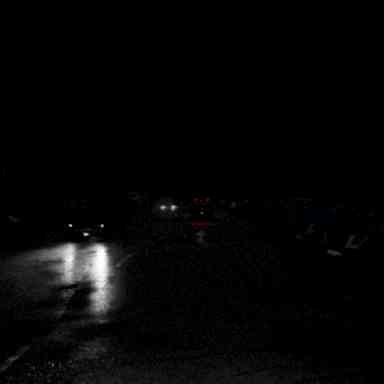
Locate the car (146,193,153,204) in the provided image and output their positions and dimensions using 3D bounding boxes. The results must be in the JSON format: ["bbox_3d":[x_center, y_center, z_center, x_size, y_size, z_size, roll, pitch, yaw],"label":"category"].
[{"bbox_3d":[-9.535,1.171,52.337,5.566,2.045,2.435,-1,0,-18],"label":"car"}]

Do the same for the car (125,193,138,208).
[{"bbox_3d":[-9.854,1.181,40.246,5.566,2.045,2.435,-1,0,-18],"label":"car"}]

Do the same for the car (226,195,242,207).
[{"bbox_3d":[7.205,1.477,39.042,5.366,1.575,1.946,1,0,-18],"label":"car"}]

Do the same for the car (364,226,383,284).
[{"bbox_3d":[6.137,1.528,6.417,4.792,1.488,2.163,1,0,-19],"label":"car"}]

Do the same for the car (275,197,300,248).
[{"bbox_3d":[6.295,1.244,12.340,5.566,2.045,2.435,1,0,-18],"label":"car"}]

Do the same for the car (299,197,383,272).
[{"bbox_3d":[6.214,1.246,9.382,5.566,2.045,2.435,1,0,-18],"label":"car"}]

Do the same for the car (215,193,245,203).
[{"bbox_3d":[7.861,1.201,68.569,5.566,2.045,2.435,1,0,-18],"label":"car"}]

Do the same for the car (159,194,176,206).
[{"bbox_3d":[-3.645,1.428,53.601,1.882,1.535,5.008,0,0,2],"label":"car"}]

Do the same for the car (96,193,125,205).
[{"bbox_3d":[-10.077,1.187,34.187,5.566,2.045,2.435,-1,0,-19],"label":"car"}]

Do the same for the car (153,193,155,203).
[{"bbox_3d":[-9.421,1.293,58.355,4.553,1.767,2.185,-1,0,-18],"label":"car"}]

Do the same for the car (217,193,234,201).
[{"bbox_3d":[7.342,1.457,56.657,5.366,1.575,1.946,1,0,-18],"label":"car"}]

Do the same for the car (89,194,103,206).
[{"bbox_3d":[-10.182,1.317,28.162,4.553,1.767,2.185,-1,0,-19],"label":"car"}]

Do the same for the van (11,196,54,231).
[{"bbox_3d":[-10.567,1.224,19.052,4.442,1.987,1.878,-1,0,-18],"label":"van"}]

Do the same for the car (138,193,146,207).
[{"bbox_3d":[-9.753,1.177,46.274,5.566,2.045,2.435,-1,0,-19],"label":"car"}]

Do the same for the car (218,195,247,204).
[{"bbox_3d":[7.679,1.458,62.638,4.892,1.521,2.231,1,0,-18],"label":"car"}]

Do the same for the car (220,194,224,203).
[{"bbox_3d":[7.378,1.497,50.821,4.792,1.488,2.163,1,0,-18],"label":"car"}]

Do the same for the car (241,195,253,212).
[{"bbox_3d":[6.745,1.362,27.153,4.553,1.767,2.185,1,0,-18],"label":"car"}]

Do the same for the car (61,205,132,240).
[{"bbox_3d":[-4.643,1.579,16.961,1.895,1.301,4.718,0,0,2],"label":"car"}]

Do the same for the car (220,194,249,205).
[{"bbox_3d":[7.627,1.335,59.687,4.553,1.767,2.185,1,0,-18],"label":"car"}]

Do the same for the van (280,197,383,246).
[{"bbox_3d":[6.508,1.270,15.353,4.442,1.987,1.878,1,0,-18],"label":"van"}]

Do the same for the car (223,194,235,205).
[{"bbox_3d":[7.366,1.472,44.957,5.366,1.575,1.946,1,0,-18],"label":"car"}]

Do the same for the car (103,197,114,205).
[{"bbox_3d":[-10.098,1.470,31.185,4.792,1.488,2.163,-1,0,-18],"label":"car"}]

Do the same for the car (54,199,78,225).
[{"bbox_3d":[-10.381,1.448,22.116,4.892,1.521,2.231,-1,0,-18],"label":"car"}]

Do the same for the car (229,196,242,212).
[{"bbox_3d":[6.929,1.509,36.002,4.792,1.488,2.163,1,0,-18],"label":"car"}]

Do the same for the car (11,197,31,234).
[{"bbox_3d":[-10.572,1.326,16.068,4.553,1.767,2.185,-1,0,-19],"label":"car"}]

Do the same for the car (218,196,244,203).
[{"bbox_3d":[7.754,1.495,65.595,4.674,1.452,2.002,1,0,-19],"label":"car"}]

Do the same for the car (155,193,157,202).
[{"bbox_3d":[-9.346,1.290,61.382,4.553,1.767,2.185,-1,0,-18],"label":"car"}]

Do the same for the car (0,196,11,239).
[{"bbox_3d":[-10.600,1.201,13.070,5.566,2.045,2.435,-1,0,-19],"label":"car"}]

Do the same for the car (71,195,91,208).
[{"bbox_3d":[-10.256,1.319,25.134,4.553,1.767,2.185,-1,0,-18],"label":"car"}]

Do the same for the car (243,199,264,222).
[{"bbox_3d":[6.634,1.490,24.180,4.892,1.521,2.231,1,0,-19],"label":"car"}]

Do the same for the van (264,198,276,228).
[{"bbox_3d":[6.588,1.269,18.311,4.442,1.987,1.878,1,0,-18],"label":"van"}]

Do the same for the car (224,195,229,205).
[{"bbox_3d":[7.113,1.474,41.930,5.008,1.535,2.097,1,0,-19],"label":"car"}]

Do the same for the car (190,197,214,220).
[{"bbox_3d":[0.842,1.462,28.196,1.882,1.535,5.008,0,0,2],"label":"car"}]

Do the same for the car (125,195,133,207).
[{"bbox_3d":[-9.790,1.431,37.281,5.366,1.575,1.946,-1,0,-18],"label":"car"}]

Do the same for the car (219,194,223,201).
[{"bbox_3d":[7.436,1.466,53.770,4.892,1.521,2.231,1,0,-18],"label":"car"}]

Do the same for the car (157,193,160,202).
[{"bbox_3d":[-9.203,1.287,64.417,4.553,1.767,2.185,-1,0,-19],"label":"car"}]

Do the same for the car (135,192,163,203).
[{"bbox_3d":[-9.093,1.157,70.434,5.566,2.045,2.435,-1,0,-18],"label":"car"}]

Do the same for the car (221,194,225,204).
[{"bbox_3d":[7.271,1.470,47.857,5.008,1.535,2.097,1,0,-18],"label":"car"}]

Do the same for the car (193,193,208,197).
[{"bbox_3d":[1.299,1.192,45.272,2.150,2.045,5.566,0,0,1],"label":"car"}]
